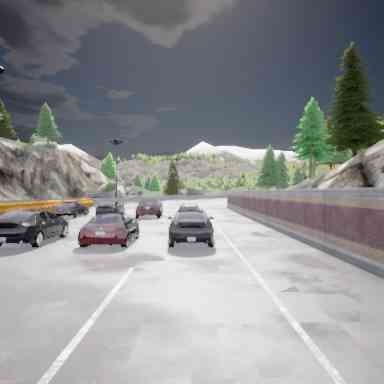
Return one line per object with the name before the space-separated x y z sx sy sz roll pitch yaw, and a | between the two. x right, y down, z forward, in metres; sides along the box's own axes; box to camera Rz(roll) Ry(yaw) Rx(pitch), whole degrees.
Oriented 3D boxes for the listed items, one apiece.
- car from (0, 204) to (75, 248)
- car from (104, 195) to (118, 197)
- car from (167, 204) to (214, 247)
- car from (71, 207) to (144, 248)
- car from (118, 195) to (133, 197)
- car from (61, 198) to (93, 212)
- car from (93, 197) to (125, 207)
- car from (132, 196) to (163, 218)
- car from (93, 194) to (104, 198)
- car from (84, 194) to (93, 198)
car | -7.054 1.513 14.760 1.837 1.490 4.892 0 0 -1
car | -18.367 1.455 80.503 2.128 1.511 4.902 0 0 16
car | -0.054 1.514 14.849 1.837 1.490 4.892 0 0 -1
car | -3.554 1.569 14.805 1.994 1.385 4.181 0 0 -1
car | -15.031 1.459 79.444 1.812 1.442 4.674 0 0 16
car | -10.743 1.560 29.715 2.033 1.411 5.357 0 0 -1
car | -7.244 1.514 29.759 1.837 1.490 4.892 0 0 -1
car | -3.743 1.363 29.774 2.097 1.767 4.553 0 0 -1
car | -21.703 1.478 81.561 1.994 1.385 4.181 0 0 16
car | -25.031 1.276 82.648 2.097 1.767 4.553 0 0 16
